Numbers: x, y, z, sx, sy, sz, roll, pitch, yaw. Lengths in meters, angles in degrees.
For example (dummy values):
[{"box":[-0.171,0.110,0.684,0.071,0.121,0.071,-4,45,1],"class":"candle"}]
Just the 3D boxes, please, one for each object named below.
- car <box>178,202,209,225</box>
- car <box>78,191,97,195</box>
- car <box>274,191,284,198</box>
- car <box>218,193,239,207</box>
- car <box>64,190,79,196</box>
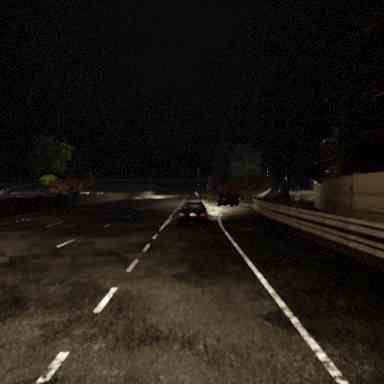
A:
[{"box":[0.142,1.364,22.039,2.033,1.411,5.357,0,0,3],"class":"car"},{"box":[-24.486,0.963,78.047,1.895,1.301,4.718,0,0,0],"class":"car"},{"box":[22.841,1.067,87.922,1.882,1.535,5.008,0,3,20],"class":"car"},{"box":[5.325,1.163,48.150,2.150,2.045,5.566,0,-1,20],"class":"car"},{"box":[-27.986,0.593,78.045,2.150,2.045,5.566,0,0,0],"class":"car"}]
